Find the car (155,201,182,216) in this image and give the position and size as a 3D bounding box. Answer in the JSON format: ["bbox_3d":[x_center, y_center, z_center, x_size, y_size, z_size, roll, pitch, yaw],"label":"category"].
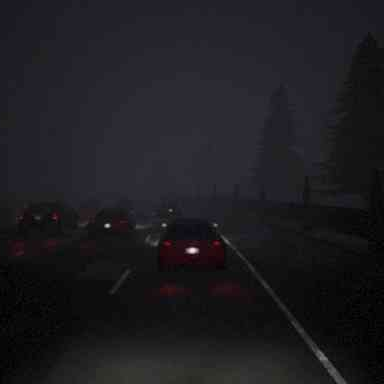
[{"bbox_3d":[-2.065,1.415,28.396,1.994,1.385,4.181,0,0,-11],"label":"car"}]

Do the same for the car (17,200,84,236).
[{"bbox_3d":[-7.620,1.256,18.109,2.097,1.767,4.553,0,0,-6],"label":"car"}]

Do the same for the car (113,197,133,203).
[{"bbox_3d":[-7.532,1.287,36.438,1.882,1.535,5.008,0,0,-15],"label":"car"}]

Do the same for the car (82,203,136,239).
[{"bbox_3d":[-3.987,1.475,16.980,1.994,1.385,4.181,0,0,-5],"label":"car"}]

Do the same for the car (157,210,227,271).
[{"bbox_3d":[-0.057,1.507,10.777,1.994,1.385,4.181,0,0,-2],"label":"car"}]

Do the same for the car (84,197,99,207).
[{"bbox_3d":[-11.447,1.330,37.355,1.812,1.442,4.674,0,0,-16],"label":"car"}]
